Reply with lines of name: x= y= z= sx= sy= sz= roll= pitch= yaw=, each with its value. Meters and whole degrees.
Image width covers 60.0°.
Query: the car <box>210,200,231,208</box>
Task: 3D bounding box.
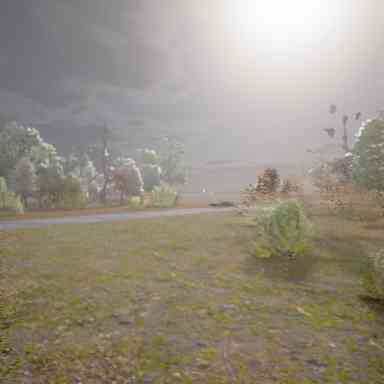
car: x=4.532 y=1.857 z=53.074 sx=1.895 sy=1.301 sz=4.718 roll=-1 pitch=-1 yaw=38
